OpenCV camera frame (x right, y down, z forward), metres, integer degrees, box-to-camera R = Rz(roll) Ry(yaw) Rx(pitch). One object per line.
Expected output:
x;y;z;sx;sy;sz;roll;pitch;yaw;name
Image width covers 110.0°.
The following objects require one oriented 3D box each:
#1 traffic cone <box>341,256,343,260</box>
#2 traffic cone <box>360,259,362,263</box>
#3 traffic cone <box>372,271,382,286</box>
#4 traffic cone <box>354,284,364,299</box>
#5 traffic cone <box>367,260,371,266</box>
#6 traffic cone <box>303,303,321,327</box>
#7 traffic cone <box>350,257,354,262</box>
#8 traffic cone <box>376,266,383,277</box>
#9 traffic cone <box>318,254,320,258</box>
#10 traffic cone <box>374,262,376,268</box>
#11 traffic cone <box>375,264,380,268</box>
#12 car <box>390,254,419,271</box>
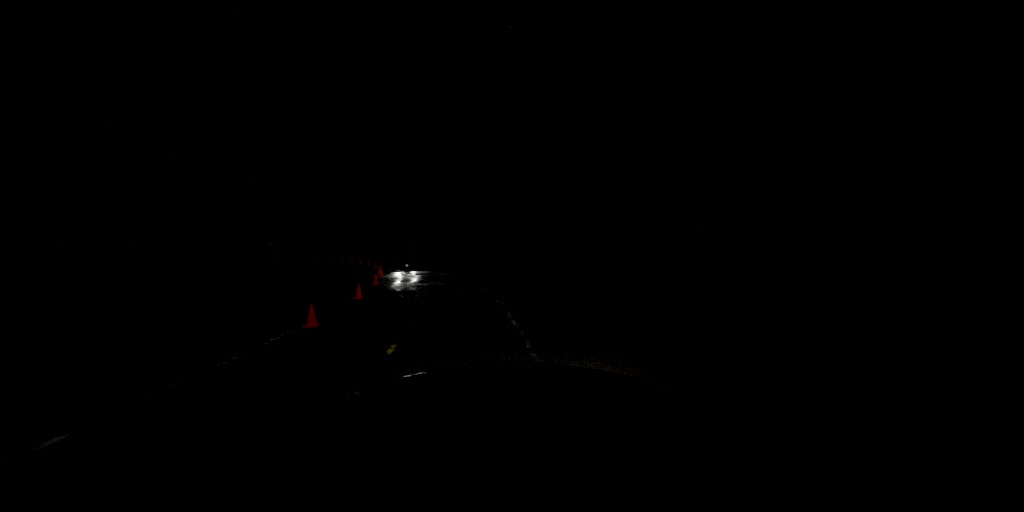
-22.977;0.264;48.338;0.340;0.580;0.340;0;0;-41;traffic cone
-17.109;0.537;40.646;0.340;0.580;0.340;0;0;-34;traffic cone
-7.112;1.231;18.717;0.340;0.580;0.340;0;0;-15;traffic cone
-5.981;1.370;14.011;0.340;0.580;0.340;0;0;-12;traffic cone
-14.556;0.675;36.534;0.340;0.580;0.340;0;0;-30;traffic cone
-5.153;1.508;9.243;0.340;0.580;0.340;0;0;-8;traffic cone
-19.920;0.400;44.586;0.340;0.580;0.340;0;0;-37;traffic cone
-8.541;1.092;23.341;0.340;0.580;0.340;0;0;-19;traffic cone
-29.779;0.009;55.220;0.340;0.580;0.340;0;0;42;traffic cone
-12.271;0.814;32.268;0.340;0.580;0.340;0;0;-26;traffic cone
-10.263;0.953;27.864;0.340;0.580;0.340;0;0;-23;traffic cone
-9.039;0.502;29.924;1.994;1.385;4.181;-1;2;-24;car
